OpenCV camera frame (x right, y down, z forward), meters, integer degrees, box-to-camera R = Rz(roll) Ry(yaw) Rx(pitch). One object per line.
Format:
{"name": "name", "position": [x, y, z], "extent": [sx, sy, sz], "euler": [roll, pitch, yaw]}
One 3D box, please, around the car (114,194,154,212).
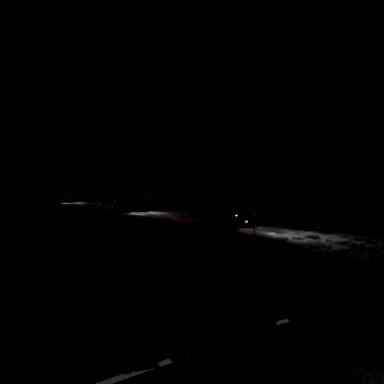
{"name": "car", "position": [-5.796, 1.051, 31.491], "extent": [1.837, 1.490, 4.892], "euler": [-1, 2, -36]}

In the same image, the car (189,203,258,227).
{"name": "car", "position": [1.848, 1.358, 20.862], "extent": [1.895, 1.301, 4.718], "euler": [-1, 2, -36]}

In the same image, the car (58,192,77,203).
{"name": "car", "position": [-18.429, 0.776, 49.173], "extent": [1.812, 1.442, 4.674], "euler": [-1, 1, -36]}

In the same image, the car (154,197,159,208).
{"name": "car", "position": [-5.444, 0.934, 35.864], "extent": [1.882, 1.535, 5.008], "euler": [-1, 1, -36]}
